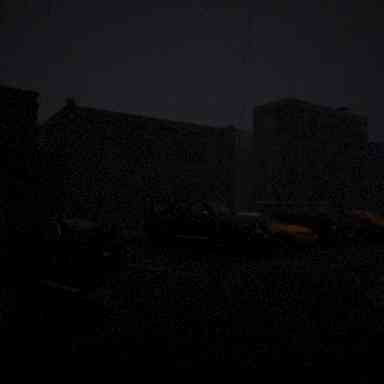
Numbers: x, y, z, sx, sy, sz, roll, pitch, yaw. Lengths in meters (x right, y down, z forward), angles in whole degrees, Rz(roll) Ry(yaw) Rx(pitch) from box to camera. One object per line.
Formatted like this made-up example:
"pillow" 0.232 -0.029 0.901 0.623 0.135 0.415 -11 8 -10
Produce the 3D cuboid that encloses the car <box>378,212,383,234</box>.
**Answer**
"car" 9.882 1.813 20.782 5.366 1.575 1.946 0 -1 35

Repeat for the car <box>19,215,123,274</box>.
"car" -4.328 1.476 10.495 4.892 1.521 2.231 -1 0 35

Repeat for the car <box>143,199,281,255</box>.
"car" 0.475 1.304 13.892 5.566 2.045 2.435 0 -2 35

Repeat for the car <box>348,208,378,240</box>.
"car" 7.611 1.779 18.999 4.792 1.488 2.163 0 -1 35

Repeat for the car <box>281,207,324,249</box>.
"car" 2.998 1.615 15.494 5.366 1.575 1.946 0 -2 35

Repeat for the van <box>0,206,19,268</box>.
"van" -6.810 1.242 8.873 4.442 1.987 1.878 -1 0 34

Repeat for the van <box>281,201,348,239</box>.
"van" 5.343 1.458 17.235 4.442 1.987 1.878 0 -2 35
